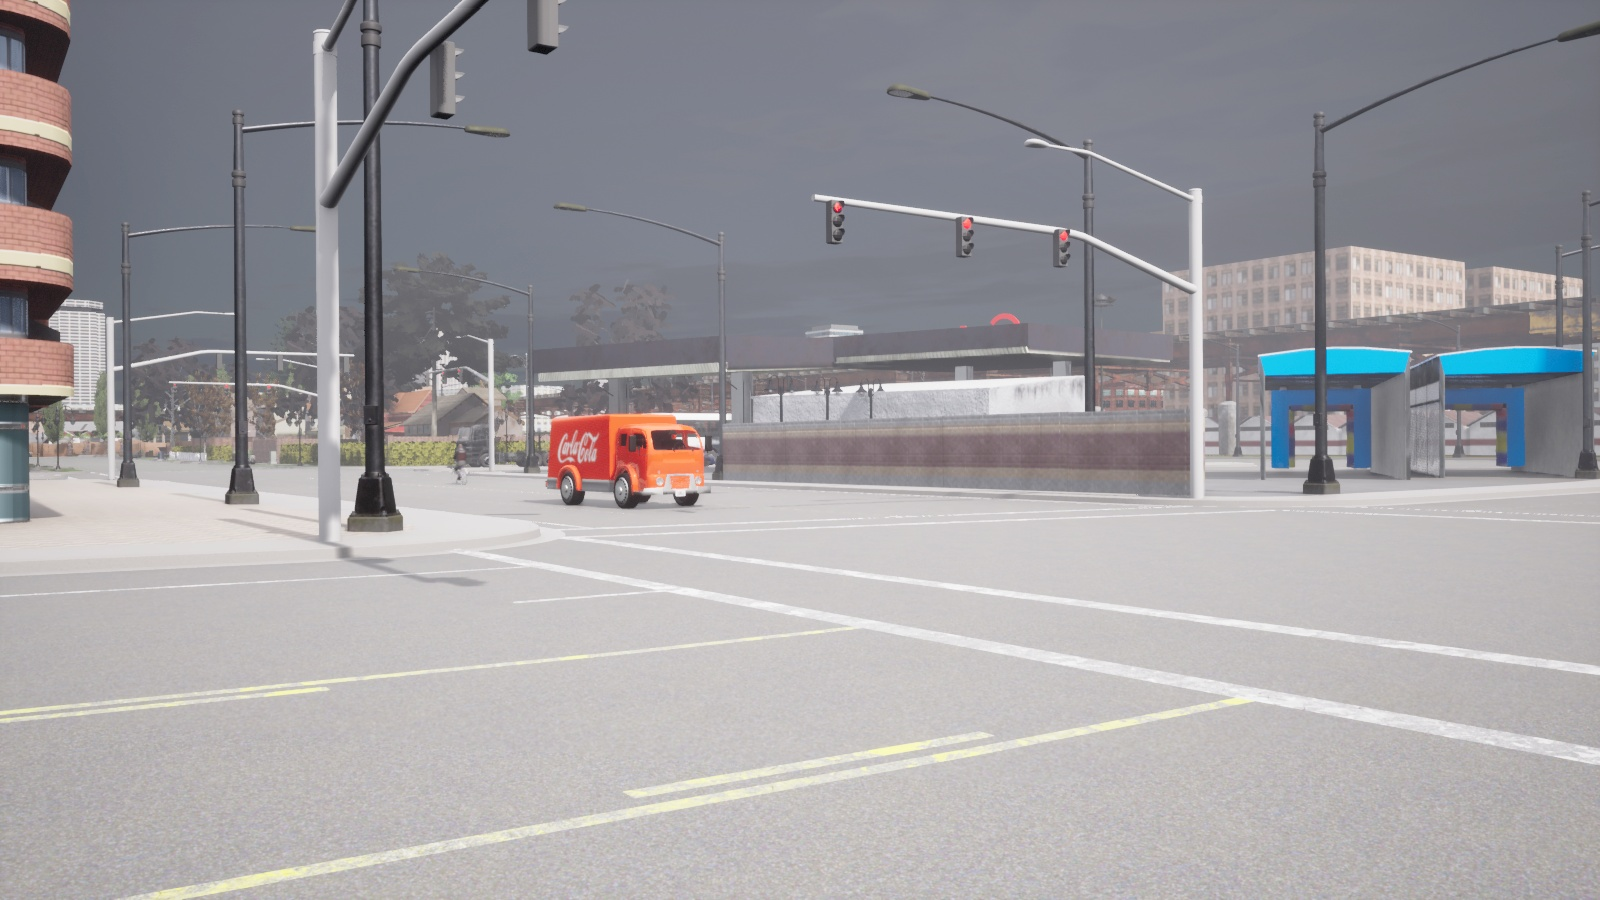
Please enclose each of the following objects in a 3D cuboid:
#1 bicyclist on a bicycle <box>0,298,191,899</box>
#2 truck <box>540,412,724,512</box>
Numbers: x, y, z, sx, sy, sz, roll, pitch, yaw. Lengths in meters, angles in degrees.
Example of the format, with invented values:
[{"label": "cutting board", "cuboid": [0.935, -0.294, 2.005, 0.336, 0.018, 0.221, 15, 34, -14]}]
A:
[{"label": "bicyclist on a bicycle", "cuboid": [-2.100, 0.623, 2.117, 1.843, 1.776, 0.659, 0, 0, -36]}, {"label": "truck", "cuboid": [-4.643, 0.290, 34.030, 2.627, 2.467, 5.204, -1, 0, -38]}]
